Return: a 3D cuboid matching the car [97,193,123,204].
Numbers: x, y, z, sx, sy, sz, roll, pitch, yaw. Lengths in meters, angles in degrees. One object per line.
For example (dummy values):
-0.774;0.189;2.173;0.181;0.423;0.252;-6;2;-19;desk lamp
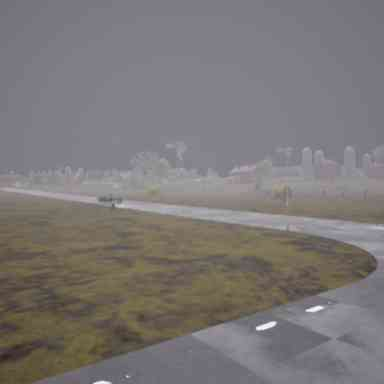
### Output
-10.543;0.814;42.642;1.895;1.301;4.718;-1;2;-35;car
